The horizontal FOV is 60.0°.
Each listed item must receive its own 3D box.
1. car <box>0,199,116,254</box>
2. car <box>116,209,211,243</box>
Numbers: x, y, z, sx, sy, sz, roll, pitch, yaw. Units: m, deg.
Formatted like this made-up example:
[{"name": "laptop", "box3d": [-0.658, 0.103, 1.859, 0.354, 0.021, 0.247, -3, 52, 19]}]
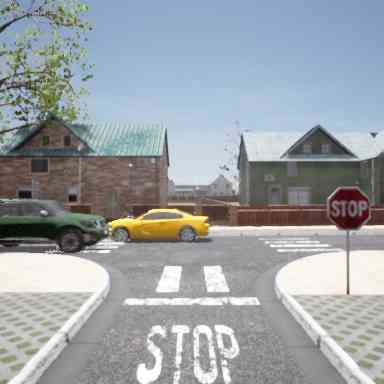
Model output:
[{"name": "car", "box3d": [-6.195, 1.289, 13.250, 5.566, 2.045, 2.150, -1, -1, 1]}, {"name": "car", "box3d": [-1.612, 1.576, 16.135, 5.008, 1.535, 1.882, 0, -1, 1]}]
